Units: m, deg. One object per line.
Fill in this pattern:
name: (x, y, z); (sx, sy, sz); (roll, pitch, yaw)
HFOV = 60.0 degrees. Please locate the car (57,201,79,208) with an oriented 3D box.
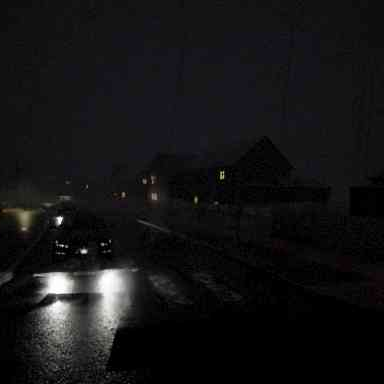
car: (-12.271, 1.576, 32.783); (1.812, 1.442, 4.674); (1, -1, -25)

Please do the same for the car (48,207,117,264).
car: (-3.921, 1.489, 11.984); (1.837, 1.490, 4.892); (1, 0, -19)
